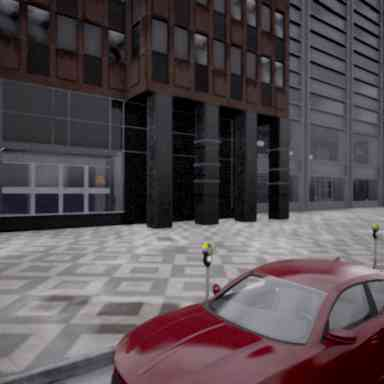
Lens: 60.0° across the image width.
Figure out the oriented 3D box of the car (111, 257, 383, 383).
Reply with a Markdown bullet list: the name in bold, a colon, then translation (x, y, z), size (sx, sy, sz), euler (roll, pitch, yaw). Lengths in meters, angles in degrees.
- **car**: translation (1.298, 1.544, 3.921), size (4.507, 1.381, 1.887), euler (0, 0, -36)
